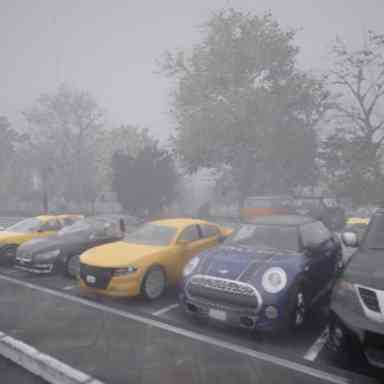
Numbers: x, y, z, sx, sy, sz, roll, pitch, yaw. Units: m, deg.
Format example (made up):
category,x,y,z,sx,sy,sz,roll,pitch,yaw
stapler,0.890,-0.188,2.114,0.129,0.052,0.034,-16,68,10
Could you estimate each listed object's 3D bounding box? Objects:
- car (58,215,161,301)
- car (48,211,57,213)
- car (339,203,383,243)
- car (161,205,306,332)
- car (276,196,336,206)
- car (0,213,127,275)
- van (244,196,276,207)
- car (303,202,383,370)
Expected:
category,x,y,z,sx,sy,sz,roll,pitch,yaw
car,-0.567,1.471,8.682,2.097,1.535,5.008,0,0,36
car,-5.187,1.490,11.747,1.946,1.575,5.366,0,0,36
car,9.359,1.469,17.431,1.946,1.575,5.366,0,0,36
car,1.707,1.347,7.088,2.185,1.767,4.553,0,0,36
car,7.230,1.218,19.213,2.435,2.045,5.566,0,0,36
car,-2.823,1.479,10.293,2.231,1.521,4.892,0,0,36
van,4.929,1.251,20.968,1.878,1.987,4.442,0,0,36
car,3.928,1.227,5.428,2.435,2.045,5.566,0,0,36
